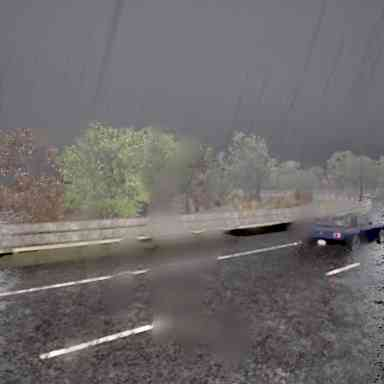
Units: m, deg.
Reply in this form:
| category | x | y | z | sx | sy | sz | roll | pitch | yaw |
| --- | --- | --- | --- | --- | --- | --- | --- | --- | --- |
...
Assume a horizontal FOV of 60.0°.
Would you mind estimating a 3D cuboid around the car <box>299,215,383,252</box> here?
| category | x | y | z | sx | sy | sz | roll | pitch | yaw |
| --- | --- | --- | --- | --- | --- | --- | --- | --- | --- |
| car | 6.489 | 1.595 | 13.972 | 4.718 | 1.301 | 1.895 | 0 | 0 | -43 |
